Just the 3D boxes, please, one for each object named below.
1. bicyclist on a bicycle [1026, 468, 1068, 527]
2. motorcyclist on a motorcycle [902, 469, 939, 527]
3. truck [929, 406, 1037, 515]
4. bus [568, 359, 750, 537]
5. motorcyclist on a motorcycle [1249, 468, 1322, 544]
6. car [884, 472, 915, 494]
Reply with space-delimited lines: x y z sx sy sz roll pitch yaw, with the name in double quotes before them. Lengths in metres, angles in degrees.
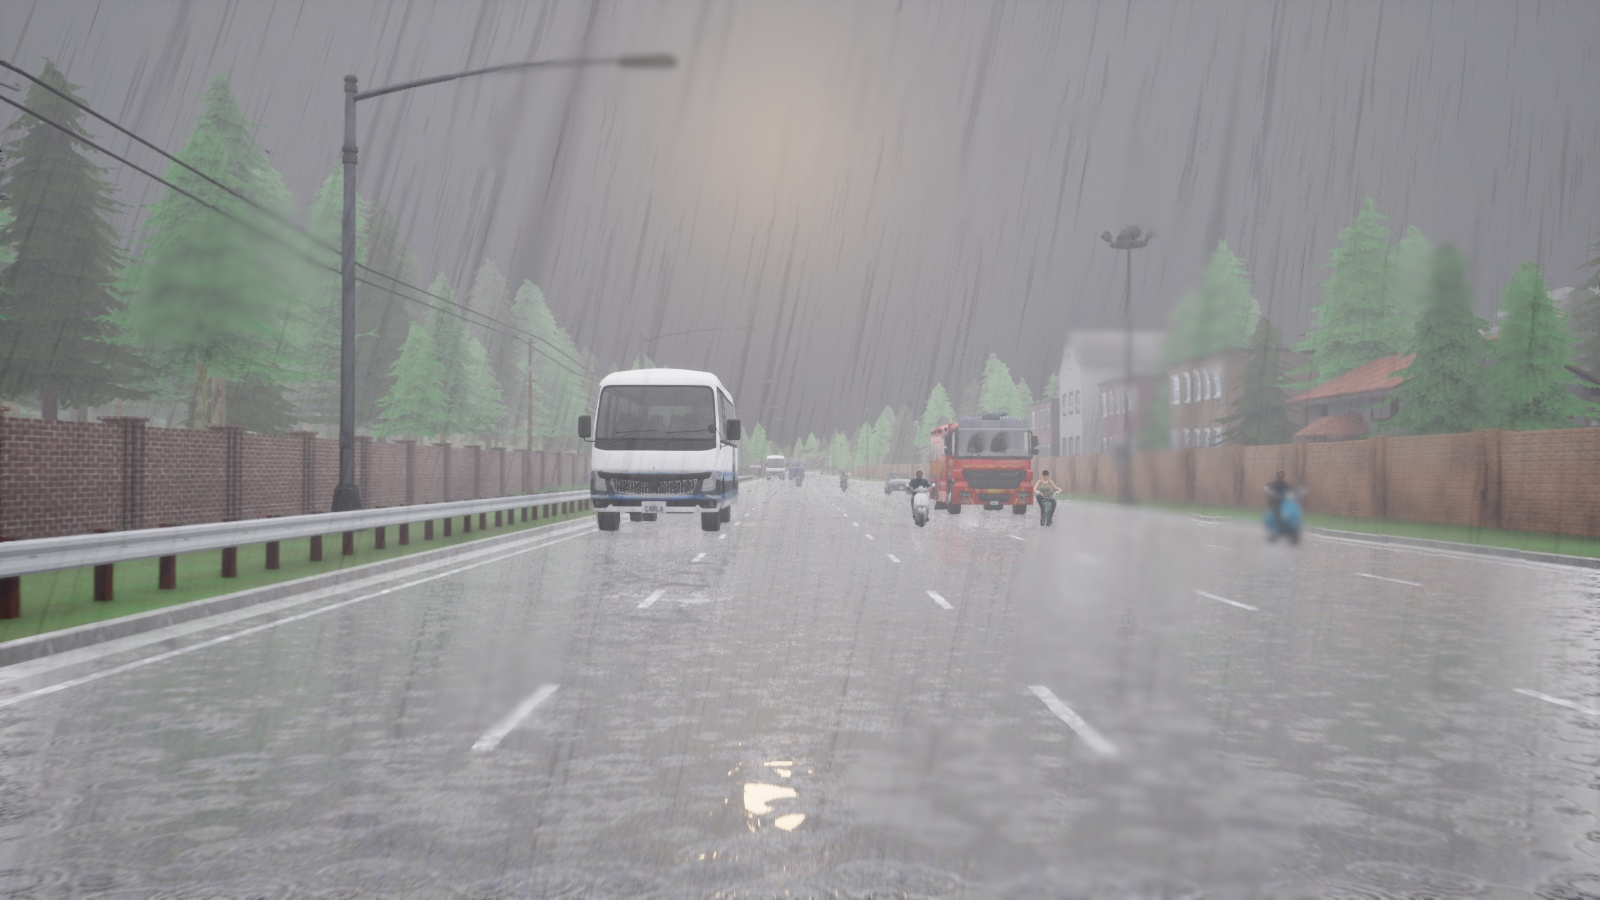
"bicyclist on a bicycle" 6.918 1.313 35.208 0.866 1.612 1.509 0 -1 0
"motorcyclist on a motorcycle" 3.412 1.353 35.725 0.866 1.590 1.817 0 -1 0
"truck" 6.876 0.433 48.399 2.891 3.827 8.468 0 -1 0
"bus" -3.593 0.043 35.277 3.944 4.253 10.273 0 -1 0
"motorcyclist on a motorcycle" 10.433 1.179 27.054 0.866 1.590 1.817 0 -1 0
"car" 6.788 2.240 85.947 1.816 1.474 4.193 0 -1 0
